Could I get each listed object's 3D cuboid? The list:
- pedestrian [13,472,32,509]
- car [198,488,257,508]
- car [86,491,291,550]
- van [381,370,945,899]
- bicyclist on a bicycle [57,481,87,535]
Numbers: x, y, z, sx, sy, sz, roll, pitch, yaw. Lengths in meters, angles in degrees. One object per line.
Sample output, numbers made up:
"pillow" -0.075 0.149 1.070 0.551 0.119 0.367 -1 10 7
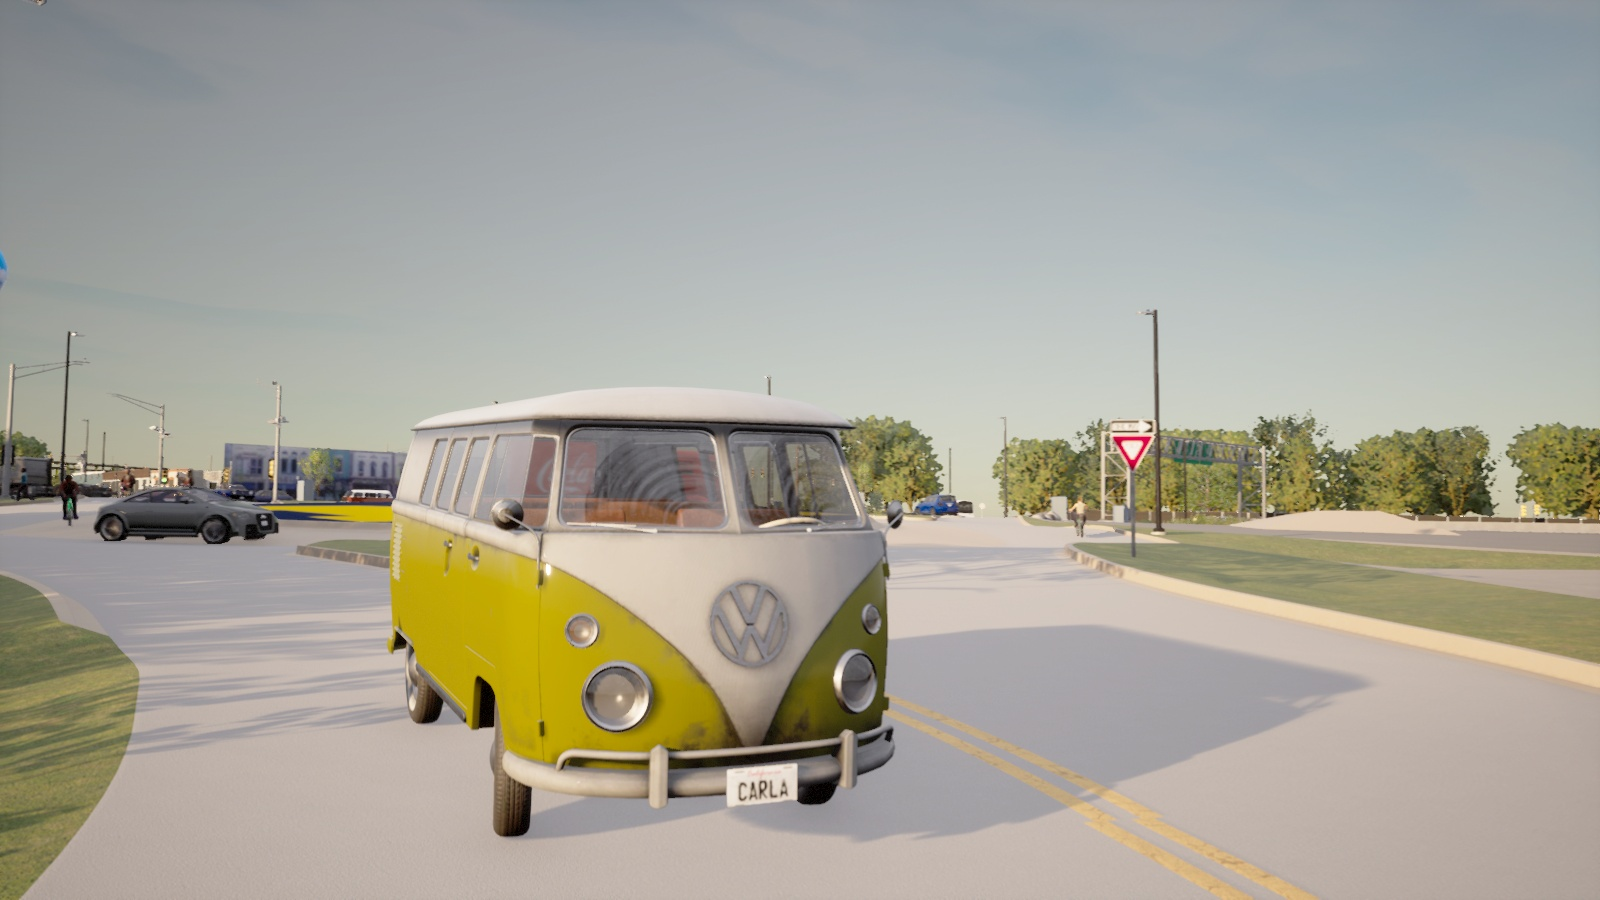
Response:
"pedestrian" -40.380 2.115 65.242 0.692 1.930 0.396 1 -5 -21
"car" -40.507 3.421 88.815 4.718 1.301 1.895 -3 -5 41
"car" -15.319 1.754 31.575 4.181 1.385 1.994 0 -1 5
"van" -1.130 0.719 7.022 1.775 1.987 4.442 1 -1 -25
"bicyclist on a bicycle" -22.774 1.789 39.281 0.582 1.620 1.656 -3 1 -35
